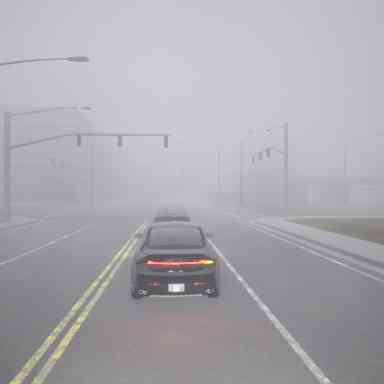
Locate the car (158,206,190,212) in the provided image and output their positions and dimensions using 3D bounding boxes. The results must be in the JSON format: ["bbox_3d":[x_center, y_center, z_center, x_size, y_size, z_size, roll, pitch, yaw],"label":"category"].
[{"bbox_3d":[-1.079,1.478,17.976,1.882,1.535,5.008,0,0,-4],"label":"car"}]

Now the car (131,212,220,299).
[{"bbox_3d":[-0.442,1.505,8.503,1.837,1.490,4.892,0,0,-4],"label":"car"}]
